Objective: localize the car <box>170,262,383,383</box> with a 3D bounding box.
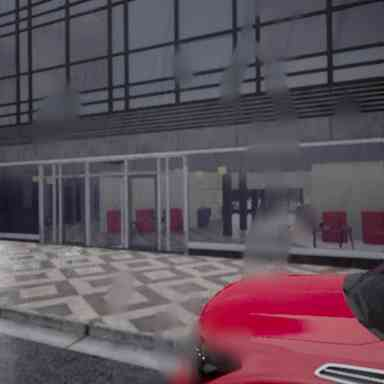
[{"bbox_3d":[2.606,1.226,2.277,5.566,2.045,2.150,0,0,23],"label":"car"}]
